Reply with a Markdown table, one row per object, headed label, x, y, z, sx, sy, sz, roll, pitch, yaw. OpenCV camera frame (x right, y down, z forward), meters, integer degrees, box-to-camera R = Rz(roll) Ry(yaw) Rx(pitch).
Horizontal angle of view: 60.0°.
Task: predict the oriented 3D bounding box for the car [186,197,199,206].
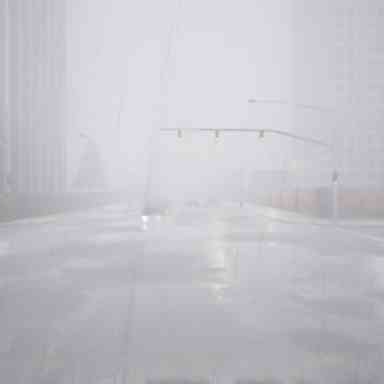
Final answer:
| label | x | y | z | sx | sy | sz | roll | pitch | yaw |
| --- | --- | --- | --- | --- | --- | --- | --- | --- | --- |
| car | 0.093 | 1.502 | 51.876 | 1.895 | 1.301 | 4.718 | 0 | 0 | 0 |

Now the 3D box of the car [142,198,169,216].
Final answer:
| label | x | y | z | sx | sy | sz | roll | pitch | yaw |
| --- | --- | --- | --- | --- | --- | --- | --- | --- | --- |
| car | -3.604 | 1.503 | 32.172 | 1.994 | 1.385 | 4.181 | 0 | 0 | 0 |

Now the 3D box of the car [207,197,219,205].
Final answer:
| label | x | y | z | sx | sy | sz | roll | pitch | yaw |
| --- | --- | --- | --- | --- | --- | --- | --- | --- | --- |
| car | 3.491 | 1.494 | 56.402 | 1.895 | 1.301 | 4.718 | 0 | 0 | 0 |

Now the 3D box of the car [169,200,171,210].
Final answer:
| label | x | y | z | sx | sy | sz | roll | pitch | yaw |
| --- | --- | --- | --- | --- | --- | --- | --- | --- | --- |
| car | -3.603 | 1.467 | 42.472 | 2.033 | 1.411 | 5.357 | 0 | 0 | -1 |
